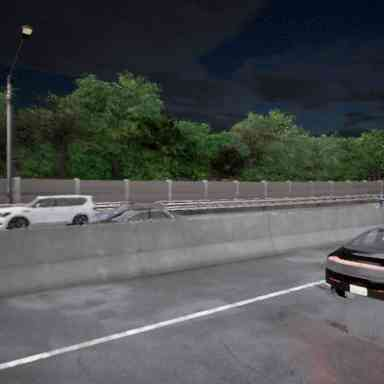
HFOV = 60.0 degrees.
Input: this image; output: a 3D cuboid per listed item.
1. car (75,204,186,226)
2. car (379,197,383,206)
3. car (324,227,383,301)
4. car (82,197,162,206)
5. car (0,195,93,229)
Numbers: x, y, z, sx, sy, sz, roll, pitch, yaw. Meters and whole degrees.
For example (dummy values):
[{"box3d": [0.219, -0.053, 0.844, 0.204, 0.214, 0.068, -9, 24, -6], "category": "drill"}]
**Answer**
[{"box3d": [-2.461, 1.498, 15.088, 4.892, 1.490, 1.837, 0, 0, -35], "category": "car"}, {"box3d": [26.129, 1.003, 42.932, 5.008, 1.535, 1.882, -1, 1, -33], "category": "car"}, {"box3d": [4.872, 1.486, 7.164, 4.902, 1.511, 2.128, 0, 0, -35], "category": "car"}, {"box3d": [-3.425, 1.341, 18.685, 4.553, 1.767, 2.097, 0, 0, -35], "category": "car"}, {"box3d": [-8.347, 1.213, 19.508, 5.566, 2.045, 2.150, 0, 0, -35], "category": "car"}]
